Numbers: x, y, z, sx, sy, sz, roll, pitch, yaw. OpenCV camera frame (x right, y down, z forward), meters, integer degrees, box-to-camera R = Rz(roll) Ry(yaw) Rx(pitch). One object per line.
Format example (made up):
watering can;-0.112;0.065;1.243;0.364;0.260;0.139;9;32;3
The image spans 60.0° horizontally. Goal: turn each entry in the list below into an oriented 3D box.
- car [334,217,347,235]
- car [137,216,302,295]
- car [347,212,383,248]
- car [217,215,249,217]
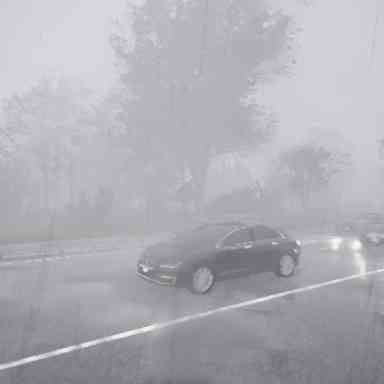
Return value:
car;10.407;1.939;19.979;4.181;1.385;1.994;2;-1;-35
car;0.927;1.557;8.936;4.892;1.490;1.837;1;-1;-35
car;9.508;1.776;15.043;4.902;1.511;2.128;2;-1;-35
car;1.782;1.663;13.840;5.357;1.411;2.033;1;-1;-35
